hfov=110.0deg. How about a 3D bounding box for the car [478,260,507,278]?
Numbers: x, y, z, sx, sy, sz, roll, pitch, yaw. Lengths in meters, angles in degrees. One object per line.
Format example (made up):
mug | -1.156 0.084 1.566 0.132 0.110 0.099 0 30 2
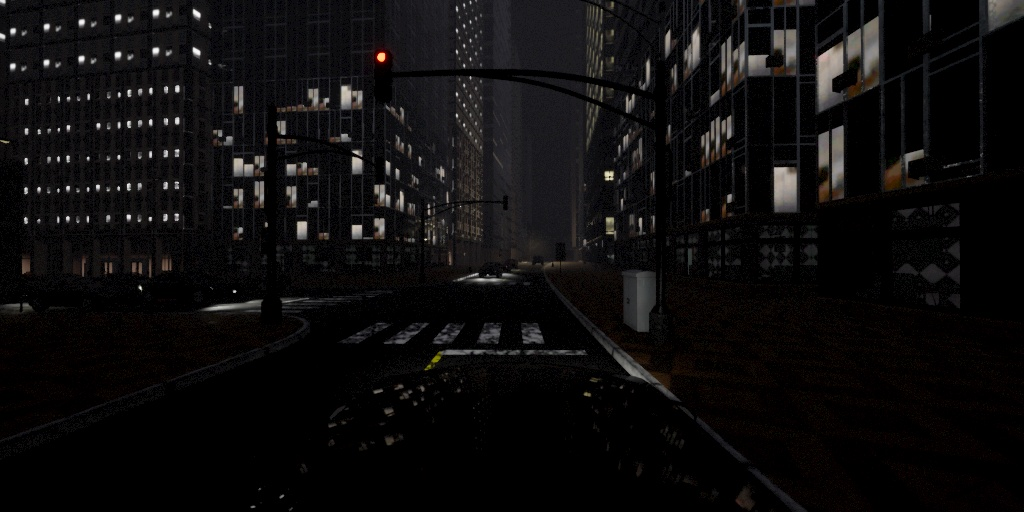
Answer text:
car | -1.946 1.281 34.256 2.033 1.411 5.357 0 0 4

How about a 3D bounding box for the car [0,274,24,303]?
car | -27.098 1.674 19.374 5.008 1.535 1.882 -1 0 9

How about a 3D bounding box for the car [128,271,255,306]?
car | -15.648 1.497 17.572 4.892 1.490 1.837 -1 0 10

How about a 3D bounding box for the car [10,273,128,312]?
car | -18.130 1.567 15.327 4.403 1.370 2.007 0 0 9

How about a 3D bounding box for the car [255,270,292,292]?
car | -16.819 1.610 23.605 4.403 1.370 2.007 0 0 9

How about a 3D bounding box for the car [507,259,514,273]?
car | -1.162 1.322 44.264 1.895 1.301 4.718 0 0 5

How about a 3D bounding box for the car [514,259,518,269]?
car | -0.136 1.181 54.663 1.882 1.535 5.008 0 0 7
